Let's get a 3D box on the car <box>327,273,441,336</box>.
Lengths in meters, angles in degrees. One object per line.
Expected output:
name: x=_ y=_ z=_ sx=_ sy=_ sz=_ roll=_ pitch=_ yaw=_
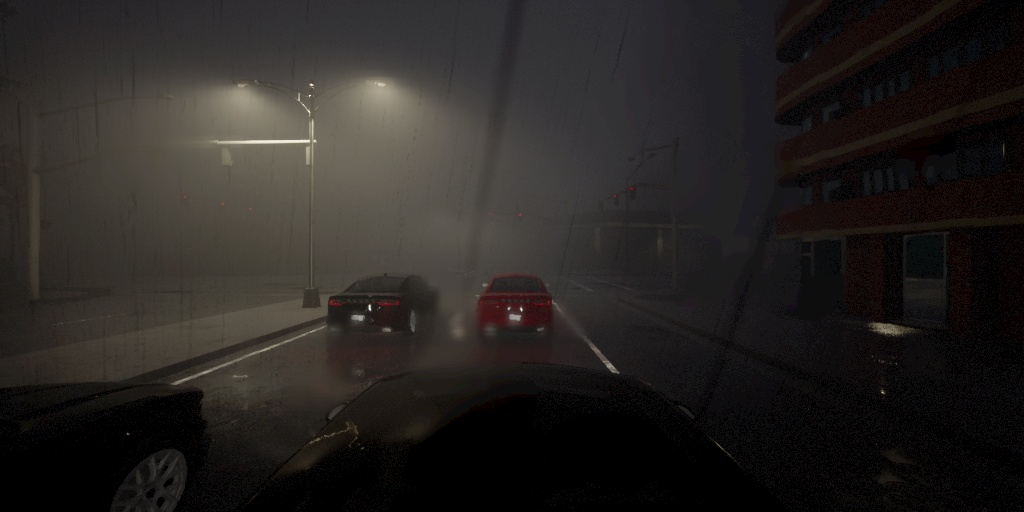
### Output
car: x=-3.392 y=1.228 z=10.447 sx=1.882 sy=1.535 sz=5.008 roll=0 pitch=0 yaw=0

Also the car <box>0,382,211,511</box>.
car: x=-3.408 y=1.228 z=0.873 sx=1.882 sy=1.535 sz=5.008 roll=0 pitch=0 yaw=0

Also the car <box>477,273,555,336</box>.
car: x=0.113 y=1.228 z=10.460 sx=1.882 sy=1.535 sz=5.008 roll=0 pitch=0 yaw=1
